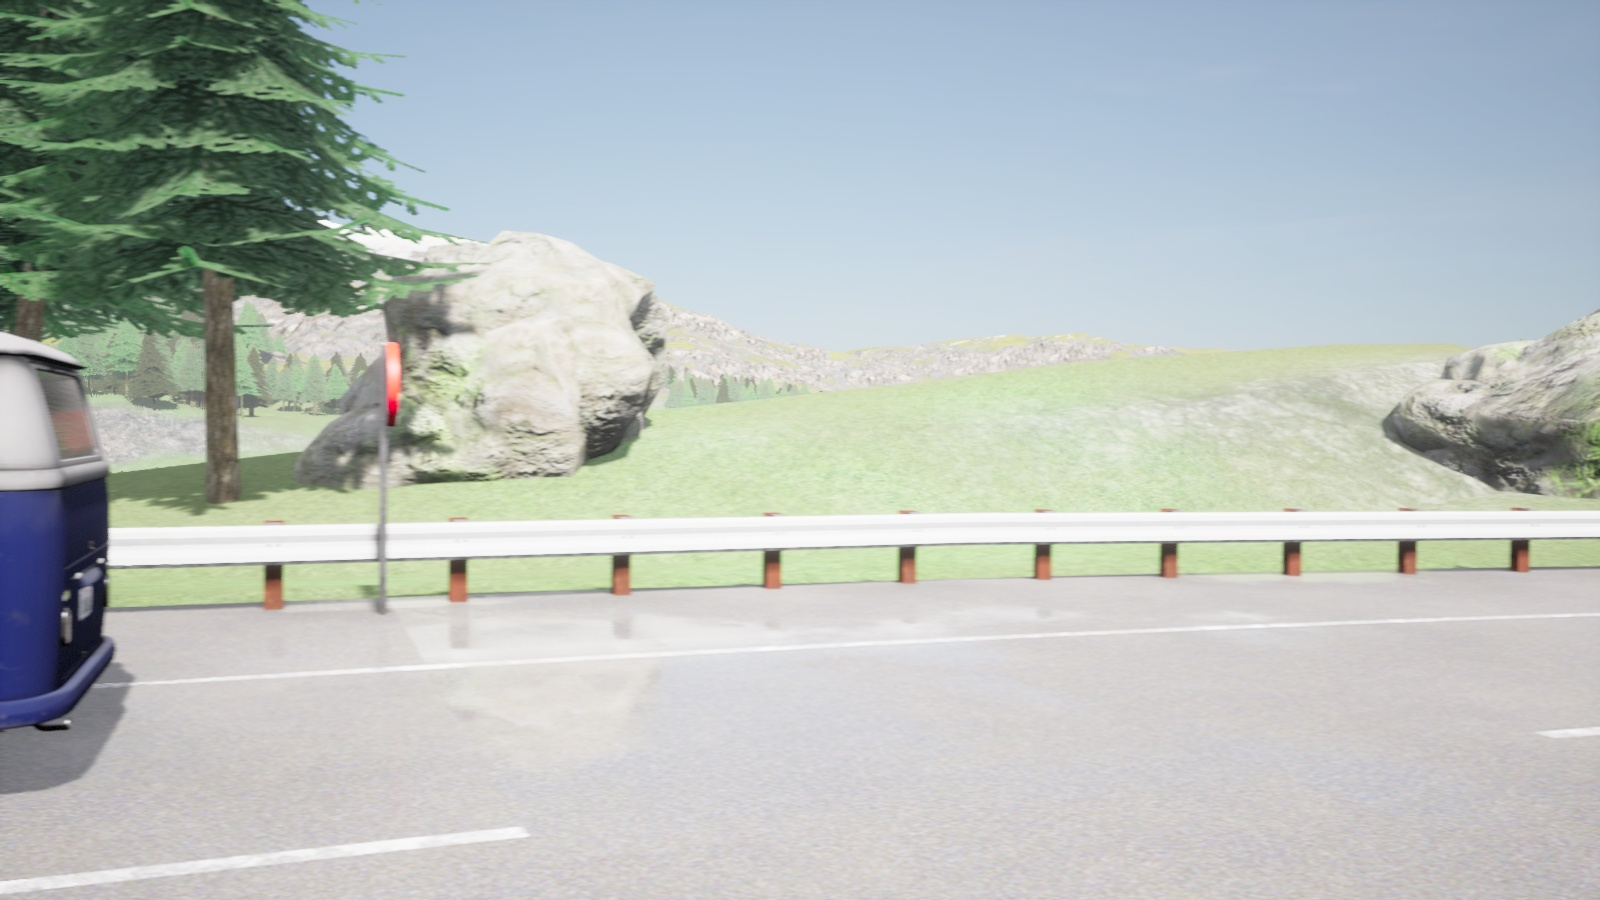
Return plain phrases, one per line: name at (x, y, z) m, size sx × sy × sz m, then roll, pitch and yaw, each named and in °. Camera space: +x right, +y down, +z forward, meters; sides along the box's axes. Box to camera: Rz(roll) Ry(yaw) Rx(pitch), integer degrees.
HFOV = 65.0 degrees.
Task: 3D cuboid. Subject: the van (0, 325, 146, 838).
van at (-5.202, 0.527, 4.976) m, size 4.442 × 1.987 × 1.775 m, roll -1°, pitch 1°, yaw -22°
